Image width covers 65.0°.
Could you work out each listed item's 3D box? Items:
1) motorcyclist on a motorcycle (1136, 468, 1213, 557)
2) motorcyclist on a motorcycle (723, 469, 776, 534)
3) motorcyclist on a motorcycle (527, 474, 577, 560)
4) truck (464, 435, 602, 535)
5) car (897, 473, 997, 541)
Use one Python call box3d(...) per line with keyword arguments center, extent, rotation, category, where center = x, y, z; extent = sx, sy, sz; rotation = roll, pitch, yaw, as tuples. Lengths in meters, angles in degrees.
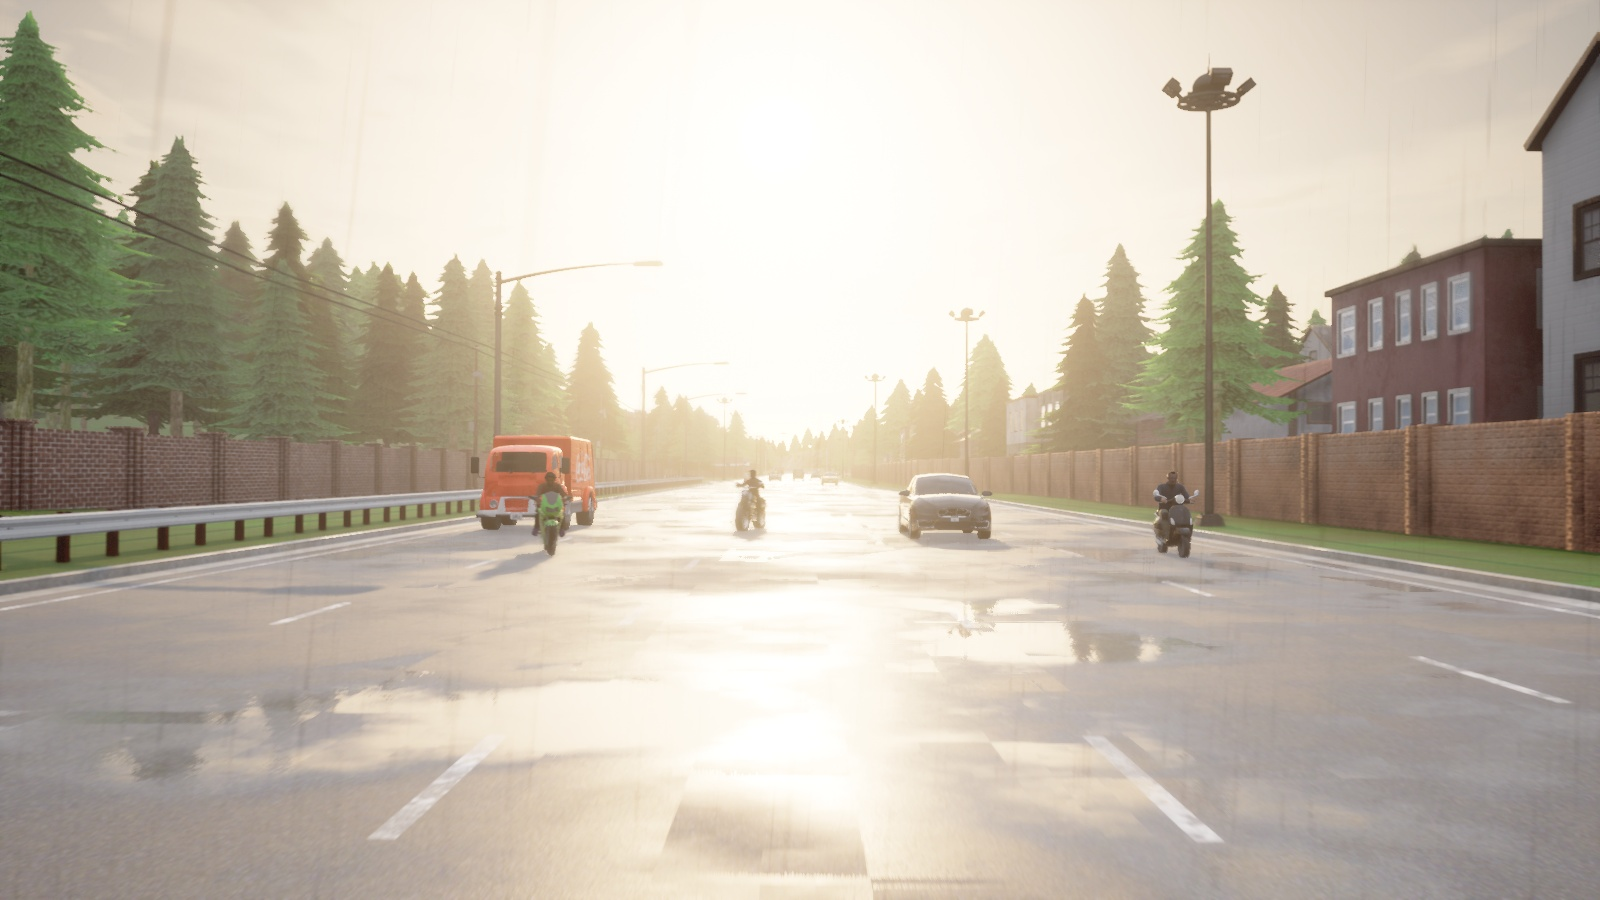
box3d(center=(6.962, 1.130, 23.429), extent=(0.866, 1.590, 1.817), rotation=(0, -1, 0), category="motorcyclist on a motorcycle")
box3d(center=(-1.300, 1.320, 33.069), extent=(0.766, 1.649, 2.350), rotation=(0, -1, 14), category="motorcyclist on a motorcycle")
box3d(center=(-4.623, 1.203, 23.335), extent=(0.797, 1.523, 2.044), rotation=(0, -1, -15), category="motorcyclist on a motorcycle")
box3d(center=(-7.057, 0.919, 33.843), extent=(2.627, 2.467, 5.204), rotation=(0, -1, 0), category="truck")
box3d(center=(3.451, 1.311, 30.407), extent=(1.837, 1.490, 4.892), rotation=(0, -1, 0), category="car")
